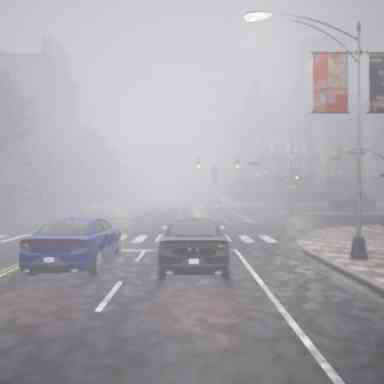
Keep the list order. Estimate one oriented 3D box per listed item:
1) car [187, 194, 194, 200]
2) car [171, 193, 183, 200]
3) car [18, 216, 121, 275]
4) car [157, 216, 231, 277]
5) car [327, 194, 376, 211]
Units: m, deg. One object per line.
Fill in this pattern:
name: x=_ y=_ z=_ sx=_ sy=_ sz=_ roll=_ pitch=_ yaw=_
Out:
car: x=-0.387 y=1.576 z=92.616 sx=1.812 sy=1.442 sz=4.674 roll=0 pitch=0 yaw=0
car: x=-3.883 y=1.590 z=91.769 sx=2.033 sy=1.411 sz=5.357 roll=0 pitch=0 yaw=0
car: x=-3.526 y=1.485 z=10.502 sx=1.882 sy=1.535 sz=5.008 roll=0 pitch=0 yaw=-2
car: x=0.047 y=1.484 z=10.288 sx=1.882 sy=1.535 sz=5.008 roll=0 pitch=0 yaw=0
car: x=19.822 y=1.244 z=41.286 sx=5.566 sy=2.045 sz=2.150 roll=0 pitch=0 yaw=0
